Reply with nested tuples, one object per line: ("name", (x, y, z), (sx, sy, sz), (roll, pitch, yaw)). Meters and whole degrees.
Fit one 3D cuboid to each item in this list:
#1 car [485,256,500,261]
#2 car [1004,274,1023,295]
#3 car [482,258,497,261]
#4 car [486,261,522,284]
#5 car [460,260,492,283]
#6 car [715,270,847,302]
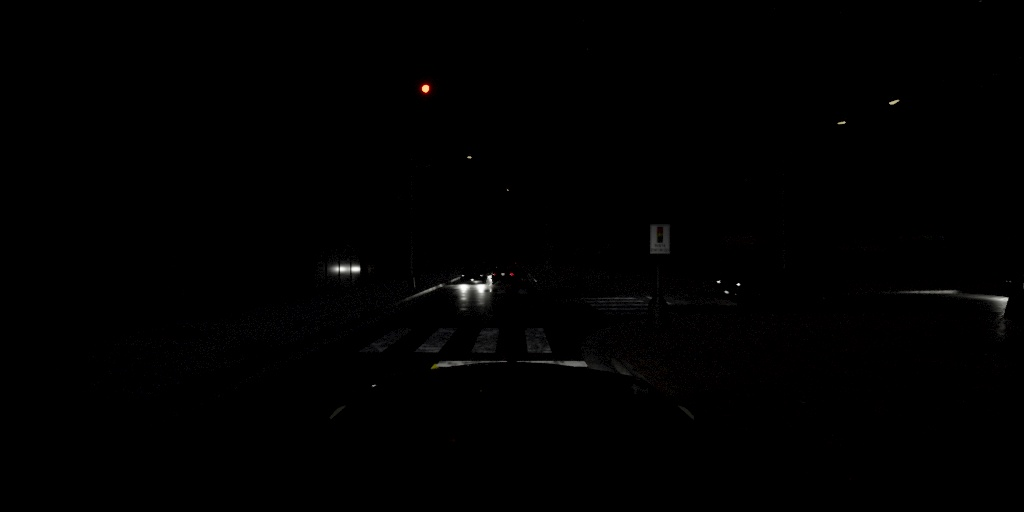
("car", (-2.873, 0.997, 48.987), (2.150, 2.045, 5.566), (0, 0, 0))
("car", (25.205, 1.110, 15.987), (4.892, 1.490, 1.837), (0, 0, 0))
("car", (-2.875, 1.268, 38.465), (1.837, 1.490, 4.892), (0, 0, 0))
("car", (-0.315, 1.302, 27.245), (2.033, 1.411, 5.357), (0, 0, 7))
("car", (-2.883, 1.303, 28.057), (2.033, 1.411, 5.357), (0, 0, -1))
("car", (11.752, 1.276, 15.942), (4.718, 1.301, 1.895), (0, 0, 0))
